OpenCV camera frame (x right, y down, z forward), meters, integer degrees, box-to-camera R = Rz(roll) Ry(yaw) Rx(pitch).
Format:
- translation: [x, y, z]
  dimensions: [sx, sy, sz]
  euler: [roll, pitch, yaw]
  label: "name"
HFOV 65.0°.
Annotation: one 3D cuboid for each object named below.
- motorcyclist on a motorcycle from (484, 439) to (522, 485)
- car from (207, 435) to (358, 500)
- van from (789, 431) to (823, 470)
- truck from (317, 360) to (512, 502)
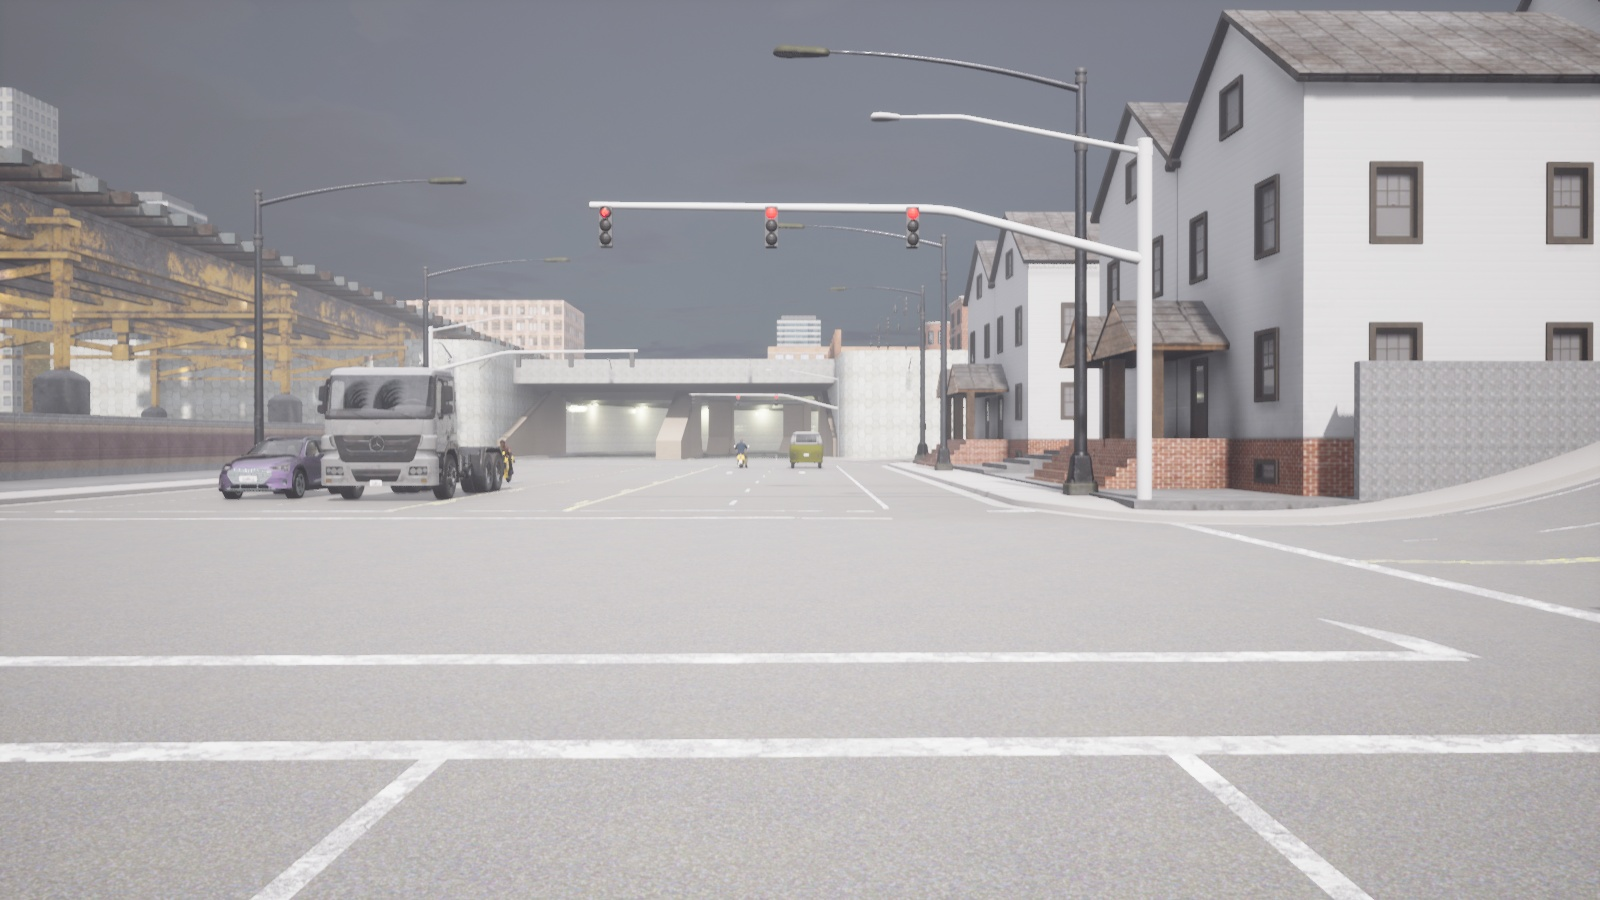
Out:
- translation: [-10.277, 0.400, 43.537]
  dimensions: [0.797, 1.523, 2.044]
  euler: [0, 1, 0]
  label: "motorcyclist on a motorcycle"
- translation: [-13.822, 0.420, 33.898]
  dimensions: [2.033, 1.649, 4.856]
  euler: [0, 0, 0]
  label: "car"
- translation: [0.340, 0.009, 67.673]
  dimensions: [1.775, 1.987, 4.442]
  euler: [0, 0, 0]
  label: "van"
- translation: [-10.315, -0.494, 34.595]
  dimensions: [2.891, 3.462, 7.936]
  euler: [0, 0, 0]
  label: "truck"
